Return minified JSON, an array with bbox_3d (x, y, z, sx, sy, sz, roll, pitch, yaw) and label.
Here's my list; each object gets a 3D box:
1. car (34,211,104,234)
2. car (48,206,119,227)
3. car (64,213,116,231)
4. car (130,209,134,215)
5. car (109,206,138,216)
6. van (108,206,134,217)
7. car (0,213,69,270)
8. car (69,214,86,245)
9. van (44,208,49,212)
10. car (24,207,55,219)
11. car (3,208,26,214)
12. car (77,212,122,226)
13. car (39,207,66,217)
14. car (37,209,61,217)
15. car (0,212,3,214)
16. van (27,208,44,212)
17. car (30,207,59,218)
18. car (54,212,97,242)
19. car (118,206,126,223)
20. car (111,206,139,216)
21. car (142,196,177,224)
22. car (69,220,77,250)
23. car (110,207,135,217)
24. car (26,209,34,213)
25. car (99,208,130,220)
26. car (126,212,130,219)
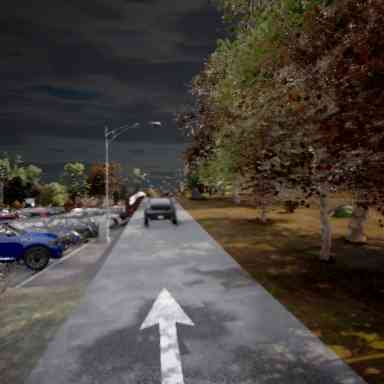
[{"bbox_3d":[-9.337,2.561,24.952,4.553,1.767,2.185,0,-2,-26],"label":"car"},{"bbox_3d":[-10.062,2.637,30.928,5.566,2.045,2.435,0,-2,-26],"label":"car"},{"bbox_3d":[-10.401,3.019,33.921,4.792,1.488,2.163,0,-2,-26],"label":"car"},{"bbox_3d":[-12.040,3.245,48.968,5.566,2.045,2.435,0,-2,-27],"label":"car"},{"bbox_3d":[-14.449,3.948,69.942,5.566,2.045,2.435,0,-2,-27],"label":"car"},{"bbox_3d":[-13.652,3.775,64.015,4.442,1.987,1.878,0,-2,-26],"label":"van"},{"bbox_3d":[-7.990,2.031,12.954,5.566,2.045,2.435,0,-2,-26],"label":"car"},{"bbox_3d":[-8.713,2.358,18.922,4.553,1.767,2.185,0,-2,-27],"label":"car"},{"bbox_3d":[-31.071,4.191,65.299,4.442,1.987,1.878,-1,-2,-26],"label":"van"},{"bbox_3d":[-31.278,4.261,68.312,5.566,2.045,2.435,-1,-2,-26],"label":"car"},{"bbox_3d":[-29.669,3.896,53.584,4.553,1.767,2.185,-1,-2,-26],"label":"car"},{"bbox_3d":[-11.064,3.194,39.947,4.892,1.521,2.231,0,-2,-26],"label":"car"},{"bbox_3d":[-32.311,4.556,77.090,5.566,2.045,2.435,-1,-2,-26],"label":"car"},{"bbox_3d":[-31.938,4.738,74.188,4.792,1.488,2.163,-1,-2,-27],"label":"car"},{"bbox_3d":[-28.621,3.753,44.795,4.792,1.488,2.163,-1,-2,-27],"label":"car"},{"bbox_3d":[-30.741,4.093,62.360,4.442,1.987,1.878,-1,-2,-26],"label":"van"},{"bbox_3d":[-31.608,4.359,71.251,5.566,2.045,2.435,-1,-2,-26],"label":"car"},{"bbox_3d":[-8.993,2.460,21.946,4.553,1.767,2.185,1,-2,-26],"label":"car"},{"bbox_3d":[-10.686,2.840,36.960,5.566,2.045,2.435,0,-2,-27],"label":"car"},{"bbox_3d":[-14.750,4.050,72.986,5.566,2.045,2.435,0,-2,-26],"label":"car"},{"bbox_3d":[-1.977,1.040,20.538,1.837,1.490,4.892,-1,2,-6],"label":"car"},{"bbox_3d":[-8.339,2.384,15.928,4.892,1.521,2.231,1,-2,-26],"label":"car"},{"bbox_3d":[-14.059,3.974,66.966,4.553,1.767,2.185,1,-2,-26],"label":"car"},{"bbox_3d":[-29.968,4.121,56.538,4.892,1.521,2.231,-1,-2,-27],"label":"car"},{"bbox_3d":[-12.769,3.572,54.942,4.553,1.767,2.185,1,-2,-26],"label":"car"},{"bbox_3d":[-11.421,3.042,42.940,5.566,2.045,2.435,0,-2,-26],"label":"car"}]
